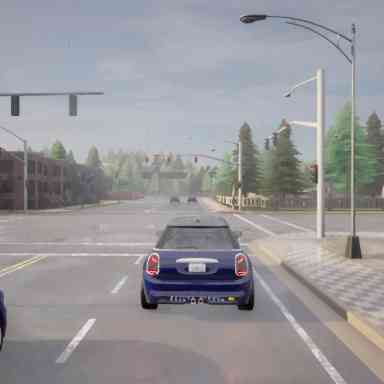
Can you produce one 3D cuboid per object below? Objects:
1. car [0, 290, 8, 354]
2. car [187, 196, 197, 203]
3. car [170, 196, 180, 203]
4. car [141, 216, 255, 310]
[{"bbox_3d":[-3.441,1.478,2.522,1.882,1.535,5.008,0,0,0],"label":"car"},{"bbox_3d":[0.037,1.505,68.264,1.837,1.490,4.892,0,0,0],"label":"car"},{"bbox_3d":[-3.463,1.505,68.266,1.837,1.490,4.892,0,0,0],"label":"car"},{"bbox_3d":[0.158,1.352,7.976,2.097,1.767,4.553,0,0,2],"label":"car"}]
